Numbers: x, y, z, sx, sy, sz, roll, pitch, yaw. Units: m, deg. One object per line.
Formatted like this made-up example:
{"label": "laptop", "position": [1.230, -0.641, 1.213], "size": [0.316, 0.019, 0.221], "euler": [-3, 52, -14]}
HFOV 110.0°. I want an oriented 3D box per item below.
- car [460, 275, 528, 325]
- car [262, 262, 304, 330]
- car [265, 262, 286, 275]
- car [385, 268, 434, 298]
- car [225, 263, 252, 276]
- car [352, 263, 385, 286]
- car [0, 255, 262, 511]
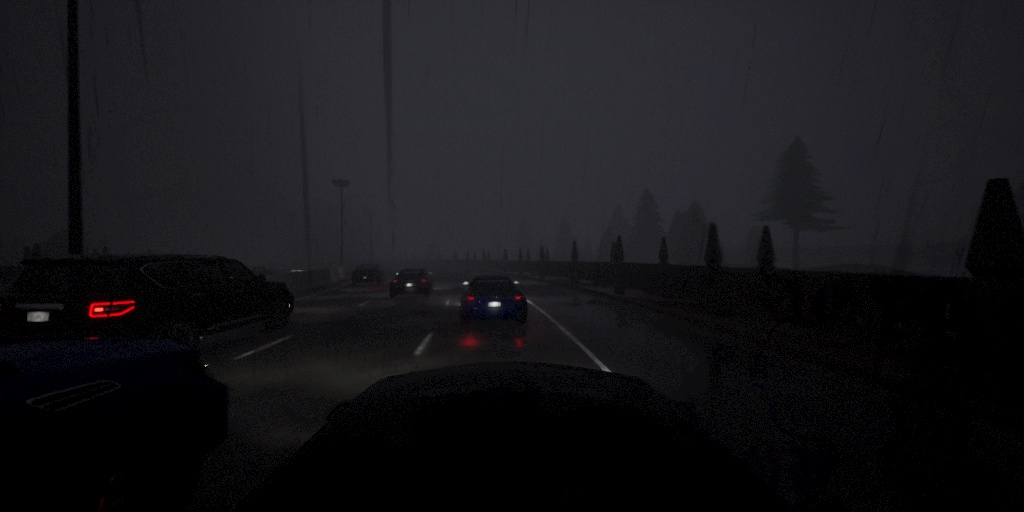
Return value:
{"label": "car", "position": [-0.669, 1.312, 11.954], "size": [1.994, 1.385, 4.181], "euler": [0, 0, -5]}
{"label": "car", "position": [-7.272, 1.000, 8.039], "size": [2.150, 2.045, 5.566], "euler": [0, 0, -4]}
{"label": "car", "position": [-29.167, 1.523, 44.274], "size": [1.812, 1.442, 4.674], "euler": [0, 0, -30]}
{"label": "car", "position": [-5.197, 1.337, 18.950], "size": [1.994, 1.385, 4.181], "euler": [0, 0, -10]}
{"label": "car", "position": [-31.882, 1.543, 41.947], "size": [1.812, 1.442, 4.674], "euler": [0, 0, -29]}
{"label": "car", "position": [-10.415, 1.288, 26.309], "size": [1.882, 1.535, 5.008], "euler": [0, 0, -14]}
{"label": "car", "position": [-3.513, 0.985, 0.669], "size": [2.150, 2.045, 5.566], "euler": [0, 0, 0]}
